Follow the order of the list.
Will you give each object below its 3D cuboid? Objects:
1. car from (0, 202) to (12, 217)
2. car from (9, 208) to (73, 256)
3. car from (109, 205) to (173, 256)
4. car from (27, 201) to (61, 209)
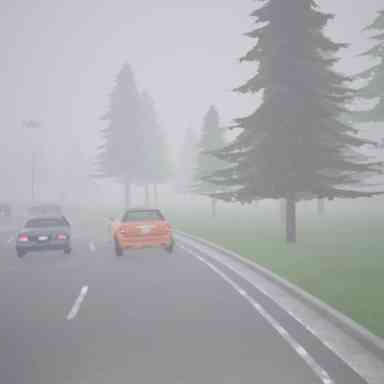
[{"bbox_3d":[-19.300,1.728,32.655,4.892,1.490,1.837,-1,-1,44],"label":"car"},{"bbox_3d":[-5.913,1.614,13.553,2.033,1.411,5.357,-1,0,-21],"label":"car"},{"bbox_3d":[-2.245,1.373,13.663,2.097,1.767,4.553,-1,0,-17],"label":"car"},{"bbox_3d":[-15.054,1.649,33.755,5.008,1.535,1.882,-1,0,44],"label":"car"}]
